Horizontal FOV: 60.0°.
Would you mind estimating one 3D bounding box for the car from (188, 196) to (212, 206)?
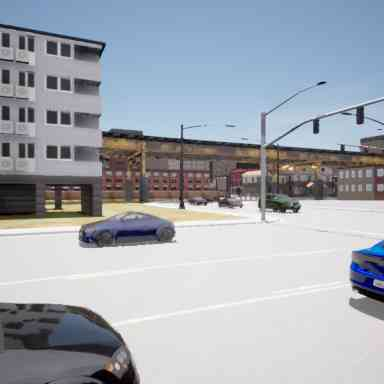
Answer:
[{"bbox_3d":[0.874,1.547,55.900,2.033,1.411,5.357,0,0,-20],"label":"car"}]

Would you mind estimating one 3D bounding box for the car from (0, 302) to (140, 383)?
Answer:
[{"bbox_3d":[-2.552,1.564,2.680,4.181,1.385,1.994,0,0,-32],"label":"car"}]

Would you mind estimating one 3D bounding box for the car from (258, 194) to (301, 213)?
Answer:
[{"bbox_3d":[9.668,1.222,37.296,2.150,2.045,5.566,0,0,-26],"label":"car"}]

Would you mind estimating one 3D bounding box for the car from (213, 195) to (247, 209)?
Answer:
[{"bbox_3d":[5.295,1.526,46.450,1.812,1.442,4.674,0,0,-25],"label":"car"}]

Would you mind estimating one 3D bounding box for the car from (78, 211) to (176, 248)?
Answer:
[{"bbox_3d":[-2.811,1.564,14.739,4.181,1.385,1.994,0,0,-26],"label":"car"}]

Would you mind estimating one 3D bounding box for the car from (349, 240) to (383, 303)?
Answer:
[{"bbox_3d":[5.578,1.478,6.923,5.008,1.535,1.882,0,0,-25],"label":"car"}]

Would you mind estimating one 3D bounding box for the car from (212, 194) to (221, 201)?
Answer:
[{"bbox_3d":[4.854,1.540,73.034,2.033,1.411,5.357,0,0,26],"label":"car"}]
